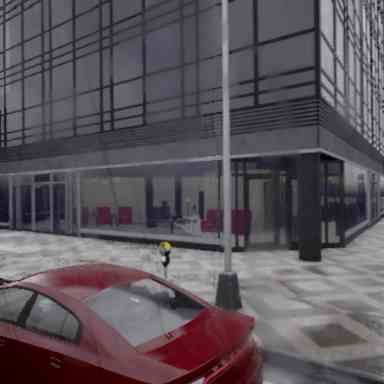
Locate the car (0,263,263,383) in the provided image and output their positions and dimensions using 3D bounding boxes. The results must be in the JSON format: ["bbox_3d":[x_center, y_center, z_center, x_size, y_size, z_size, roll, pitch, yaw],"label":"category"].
[{"bbox_3d":[-1.443,1.557,3.937,4.507,1.381,1.887,-1,0,34],"label":"car"}]
